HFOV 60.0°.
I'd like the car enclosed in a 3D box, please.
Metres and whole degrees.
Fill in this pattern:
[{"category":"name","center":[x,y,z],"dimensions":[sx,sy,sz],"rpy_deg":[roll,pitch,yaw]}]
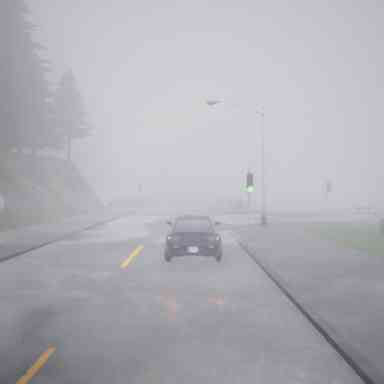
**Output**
[{"category":"car","center":[0.047,1.492,11.918],"dimensions":[1.812,1.442,4.674],"rpy_deg":[0,0,0]}]
